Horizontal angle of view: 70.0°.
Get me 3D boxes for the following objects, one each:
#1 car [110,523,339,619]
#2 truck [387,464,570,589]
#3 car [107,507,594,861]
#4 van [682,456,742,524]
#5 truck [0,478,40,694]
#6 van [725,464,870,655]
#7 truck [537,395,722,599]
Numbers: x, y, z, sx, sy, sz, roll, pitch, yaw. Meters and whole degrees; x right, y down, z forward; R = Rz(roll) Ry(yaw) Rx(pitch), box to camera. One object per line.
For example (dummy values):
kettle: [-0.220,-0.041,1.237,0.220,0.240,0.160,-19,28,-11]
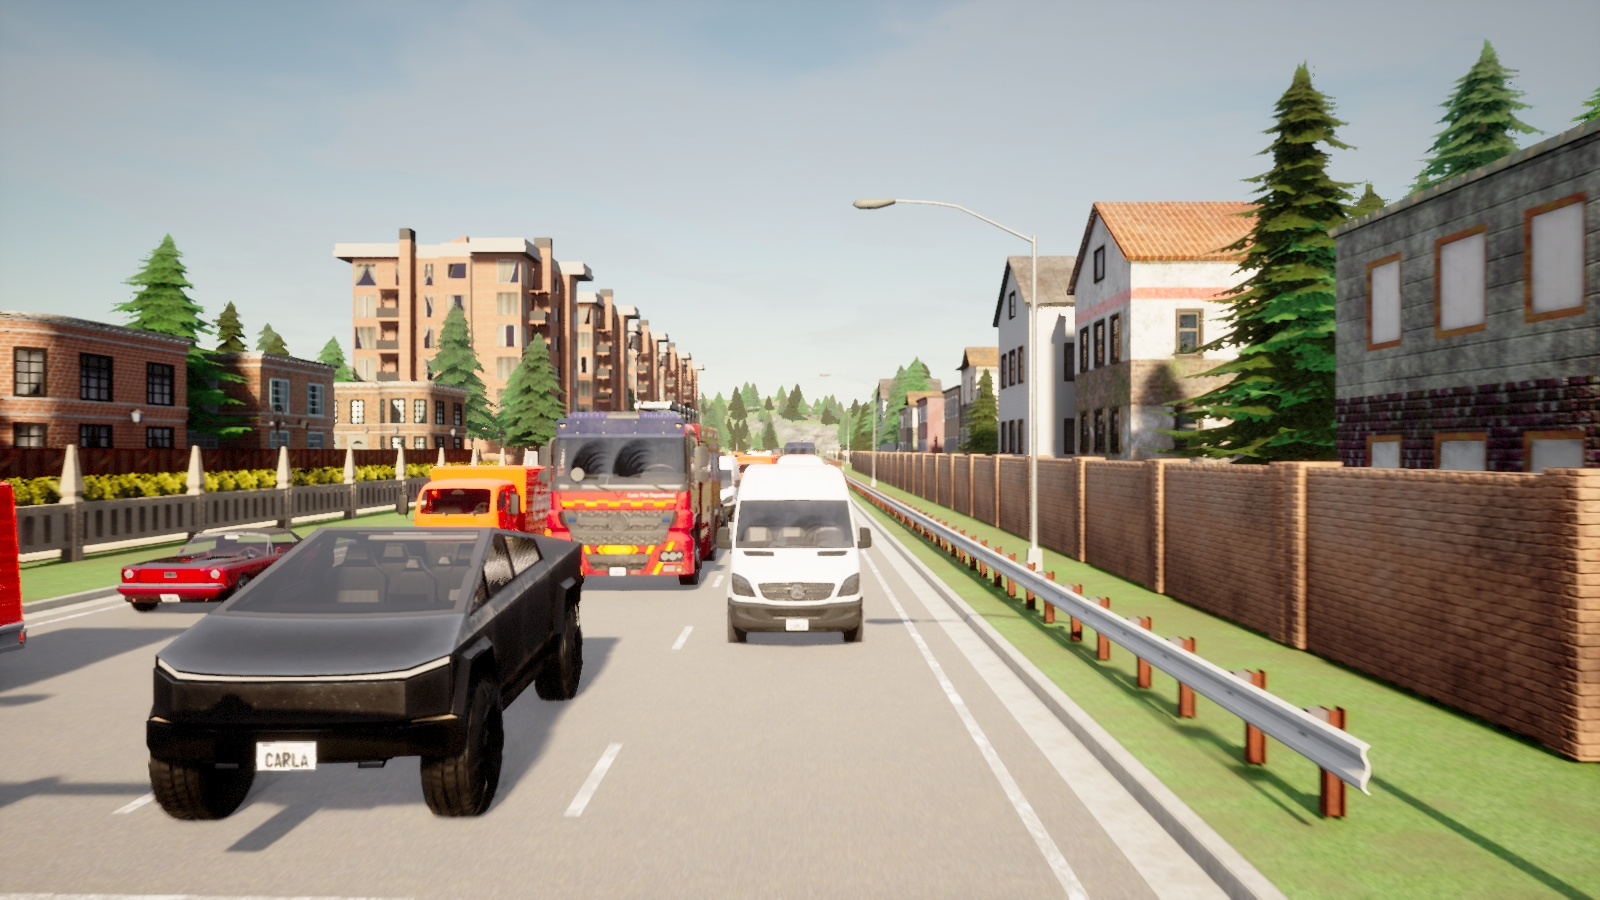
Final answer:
car: [-10.503,2.156,21.311,1.895,1.301,4.718,0,0,0]
truck: [-7.002,1.573,25.621,2.627,2.467,5.204,0,0,0]
car: [-3.637,1.754,10.963,2.390,2.098,6.274,0,0,-2]
van: [-3.496,1.537,46.334,1.988,2.561,5.915,0,0,0]
truck: [-10.504,1.570,11.222,2.627,2.467,5.204,0,0,0]
van: [-0.118,1.536,18.623,1.988,2.561,5.915,0,0,-2]
truck: [-3.498,0.892,25.722,2.891,3.827,8.468,0,0,0]
